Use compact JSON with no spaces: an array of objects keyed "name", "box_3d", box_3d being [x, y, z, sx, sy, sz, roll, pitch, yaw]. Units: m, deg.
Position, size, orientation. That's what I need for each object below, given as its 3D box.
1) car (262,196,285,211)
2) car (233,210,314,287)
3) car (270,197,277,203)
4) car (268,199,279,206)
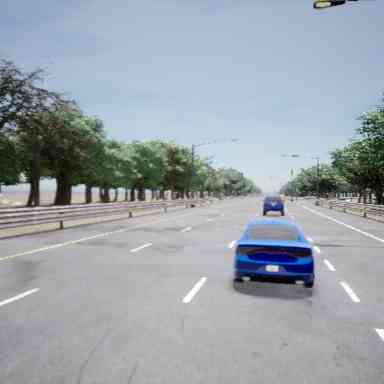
[{"name":"car","box_3d":[9.026,1.457,36.857,2.150,2.045,5.566,1,0,14]},{"name":"car","box_3d":[2.354,1.541,9.701,1.882,1.535,5.008,1,0,14]},{"name":"car","box_3d":[22.215,2.170,90.594,1.895,1.301,4.718,1,0,14]},{"name":"car","box_3d":[16.446,2.028,67.092,1.895,1.301,4.718,1,0,14]}]
